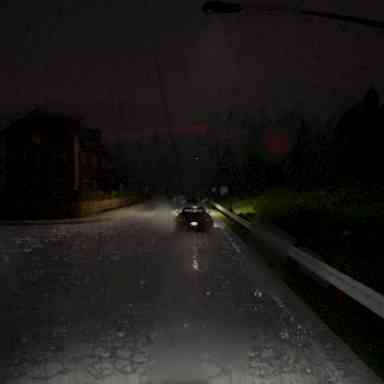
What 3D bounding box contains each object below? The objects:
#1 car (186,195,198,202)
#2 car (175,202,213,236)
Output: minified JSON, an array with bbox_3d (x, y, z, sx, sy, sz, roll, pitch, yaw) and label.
[{"bbox_3d":[0.005,1.268,55.959,1.837,1.490,4.892,0,0,0],"label":"car"},{"bbox_3d":[0.102,1.487,18.055,1.994,1.385,4.181,0,0,0],"label":"car"}]
